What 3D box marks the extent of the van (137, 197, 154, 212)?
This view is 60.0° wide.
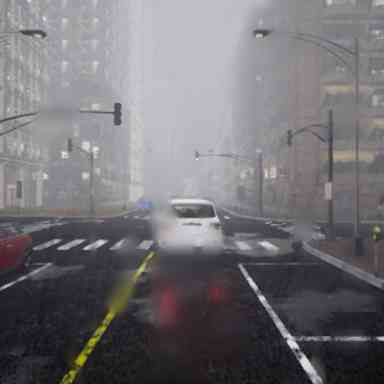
[{"bbox_3d":[-5.683,1.547,40.721,1.690,1.788,3.998,0,0,0],"label":"van"}]

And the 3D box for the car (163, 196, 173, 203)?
[{"bbox_3d":[-5.676,1.859,79.576,1.967,1.590,4.097,0,0,0],"label":"car"}]

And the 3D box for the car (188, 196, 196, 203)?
[{"bbox_3d":[0.017,1.750,80.221,1.882,1.535,5.008,0,0,0],"label":"car"}]

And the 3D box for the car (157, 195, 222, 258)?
[{"bbox_3d":[-0.204,1.289,13.188,2.150,2.045,5.566,0,0,-4],"label":"car"}]

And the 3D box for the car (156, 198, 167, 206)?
[{"bbox_3d":[-5.679,1.850,62.753,1.752,1.417,4.829,0,0,0],"label":"car"}]

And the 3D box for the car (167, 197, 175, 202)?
[{"bbox_3d":[-5.674,2.033,90.677,2.008,1.369,4.403,0,0,0],"label":"car"}]

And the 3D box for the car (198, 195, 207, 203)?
[{"bbox_3d":[2.705,1.765,85.127,2.192,1.841,5.009,0,0,0],"label":"car"}]

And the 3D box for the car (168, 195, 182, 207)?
[{"bbox_3d":[-3.024,1.528,59.324,2.150,2.045,5.566,0,0,1],"label":"car"}]

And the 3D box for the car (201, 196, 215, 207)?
[{"bbox_3d":[2.700,1.610,57.373,2.192,1.841,5.009,0,0,0],"label":"car"}]

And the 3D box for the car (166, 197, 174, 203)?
[{"bbox_3d":[-5.675,1.975,84.956,1.752,1.417,4.829,0,0,0],"label":"car"}]

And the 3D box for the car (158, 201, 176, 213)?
[{"bbox_3d":[-3.080,1.813,42.082,1.895,1.301,4.718,0,0,0],"label":"car"}]

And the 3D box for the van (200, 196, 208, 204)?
[{"bbox_3d":[2.703,1.728,74.025,1.690,1.788,3.998,0,0,0],"label":"van"}]

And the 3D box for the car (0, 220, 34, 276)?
[{"bbox_3d":[-5.690,1.481,8.246,1.967,1.590,4.097,0,0,0],"label":"car"}]

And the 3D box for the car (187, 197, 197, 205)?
[{"bbox_3d":[0.017,1.833,69.798,1.882,1.535,5.008,0,0,0],"label":"car"}]
